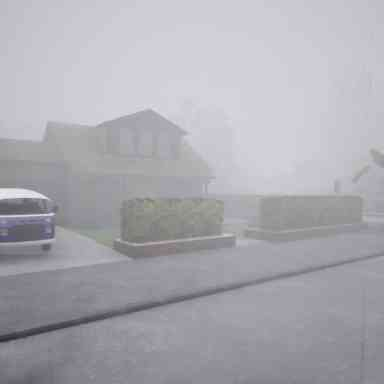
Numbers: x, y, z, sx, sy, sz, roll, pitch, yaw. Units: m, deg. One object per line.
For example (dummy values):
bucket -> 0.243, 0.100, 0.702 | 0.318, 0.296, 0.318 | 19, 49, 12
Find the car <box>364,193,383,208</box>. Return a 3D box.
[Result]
car -> 23.130, 0.984, 40.297 | 3.866, 1.878, 1.905 | 0, 0, 0
